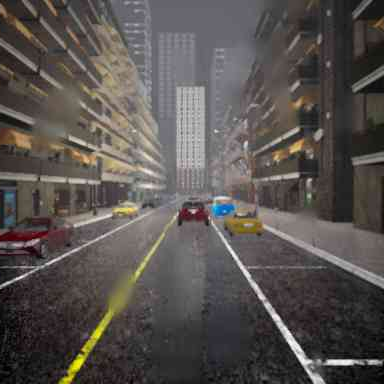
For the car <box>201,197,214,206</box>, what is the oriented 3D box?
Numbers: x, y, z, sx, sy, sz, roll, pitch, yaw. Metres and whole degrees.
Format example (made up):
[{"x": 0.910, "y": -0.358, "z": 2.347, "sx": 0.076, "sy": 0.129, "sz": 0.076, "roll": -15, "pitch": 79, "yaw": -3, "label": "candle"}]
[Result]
[{"x": 2.670, "y": 1.557, "z": 56.632, "sx": 2.008, "sy": 1.369, "sz": 4.403, "roll": -1, "pitch": 0, "yaw": 0, "label": "car"}]

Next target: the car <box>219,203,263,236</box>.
[{"x": 2.678, "y": 1.524, "z": 18.138, "sx": 1.752, "sy": 1.417, "sz": 4.829, "roll": 0, "pitch": 0, "yaw": 0, "label": "car"}]

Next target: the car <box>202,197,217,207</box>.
[{"x": 2.671, "y": 1.556, "z": 51.108, "sx": 2.008, "sy": 1.369, "sz": 4.403, "roll": -1, "pitch": 0, "yaw": 0, "label": "car"}]

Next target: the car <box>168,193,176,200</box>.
[{"x": -5.722, "y": 1.342, "z": 95.307, "sx": 2.192, "sy": 1.841, "sz": 5.009, "roll": -1, "pitch": 0, "yaw": 0, "label": "car"}]

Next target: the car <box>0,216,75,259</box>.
[{"x": -5.701, "y": 1.581, "z": 12.456, "sx": 1.802, "sy": 1.307, "sz": 4.206, "roll": 0, "pitch": 0, "yaw": 0, "label": "car"}]

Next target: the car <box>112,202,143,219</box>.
[{"x": -5.705, "y": 1.525, "z": 28.856, "sx": 1.752, "sy": 1.417, "sz": 4.829, "roll": 0, "pitch": 0, "yaw": 0, "label": "car"}]

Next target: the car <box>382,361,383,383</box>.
[{"x": 2.683, "y": 1.566, "z": 1.398, "sx": 1.947, "sy": 1.339, "sz": 4.313, "roll": 0, "pitch": 0, "yaw": 0, "label": "car"}]

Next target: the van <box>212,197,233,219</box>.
[{"x": 2.674, "y": 1.341, "z": 29.016, "sx": 1.690, "sy": 1.788, "sz": 3.998, "roll": -1, "pitch": 0, "yaw": 0, "label": "van"}]

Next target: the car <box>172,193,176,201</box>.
[{"x": -5.717, "y": 1.586, "z": 84.261, "sx": 1.947, "sy": 1.339, "sz": 4.313, "roll": -1, "pitch": 0, "yaw": 0, "label": "car"}]

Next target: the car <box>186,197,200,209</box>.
[{"x": 0.090, "y": 1.481, "z": 47.002, "sx": 1.882, "sy": 1.535, "sz": 5.008, "roll": 0, "pitch": 0, "yaw": 0, "label": "car"}]

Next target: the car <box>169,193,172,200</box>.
[{"x": -5.715, "y": 1.451, "z": 67.691, "sx": 1.967, "sy": 1.590, "sz": 4.097, "roll": -1, "pitch": 0, "yaw": 0, "label": "car"}]

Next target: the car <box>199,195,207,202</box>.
[{"x": 2.665, "y": 1.542, "z": 78.896, "sx": 1.752, "sy": 1.417, "sz": 4.829, "roll": -1, "pitch": 0, "yaw": 0, "label": "car"}]

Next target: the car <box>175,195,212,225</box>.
[{"x": 0.092, "y": 1.351, "z": 24.142, "sx": 2.097, "sy": 1.767, "sz": 4.553, "roll": 0, "pitch": 0, "yaw": 0, "label": "car"}]

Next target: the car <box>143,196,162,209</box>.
[{"x": -5.708, "y": 1.569, "z": 45.596, "sx": 1.947, "sy": 1.339, "sz": 4.313, "roll": 0, "pitch": 0, "yaw": 0, "label": "car"}]

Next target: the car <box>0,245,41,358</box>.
[{"x": -3.097, "y": 1.491, "z": 1.945, "sx": 2.128, "sy": 1.511, "sz": 4.902, "roll": 0, "pitch": 0, "yaw": 0, "label": "car"}]

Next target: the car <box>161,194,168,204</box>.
[{"x": -5.711, "y": 1.551, "z": 56.644, "sx": 1.887, "sy": 1.381, "sz": 4.507, "roll": 0, "pitch": 0, "yaw": 0, "label": "car"}]

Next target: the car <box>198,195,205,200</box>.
[{"x": 2.662, "y": 1.572, "z": 95.296, "sx": 1.887, "sy": 1.381, "sz": 4.507, "roll": -1, "pitch": 0, "yaw": 0, "label": "car"}]

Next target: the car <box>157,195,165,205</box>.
[{"x": -5.710, "y": 1.550, "z": 51.120, "sx": 1.887, "sy": 1.381, "sz": 4.507, "roll": 0, "pitch": 0, "yaw": 0, "label": "car"}]

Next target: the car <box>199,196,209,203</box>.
[{"x": 2.666, "y": 1.565, "z": 73.203, "sx": 2.008, "sy": 1.369, "sz": 4.403, "roll": -1, "pitch": 0, "yaw": 0, "label": "car"}]
